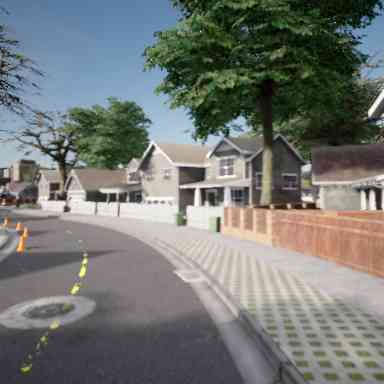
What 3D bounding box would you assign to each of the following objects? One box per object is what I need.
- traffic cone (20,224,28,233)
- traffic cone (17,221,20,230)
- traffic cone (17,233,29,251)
[{"bbox_3d":[-9.104,2.187,18.238,0.340,0.580,0.340,0,0,-28],"label":"traffic cone"},{"bbox_3d":[-11.547,2.241,22.267,0.340,0.580,0.340,0,-1,-35],"label":"traffic cone"},{"bbox_3d":[-7.140,2.135,13.955,0.340,0.580,0.340,0,0,-21],"label":"traffic cone"}]
